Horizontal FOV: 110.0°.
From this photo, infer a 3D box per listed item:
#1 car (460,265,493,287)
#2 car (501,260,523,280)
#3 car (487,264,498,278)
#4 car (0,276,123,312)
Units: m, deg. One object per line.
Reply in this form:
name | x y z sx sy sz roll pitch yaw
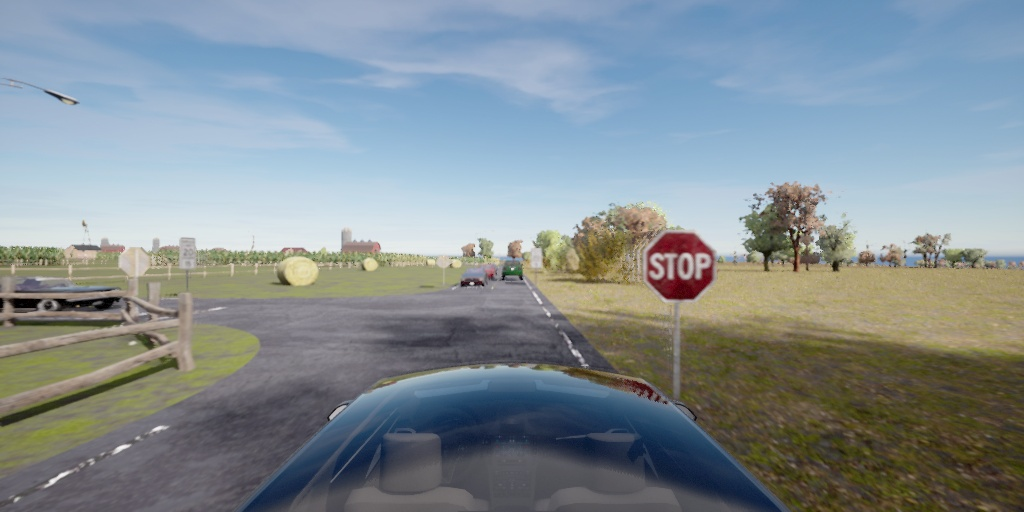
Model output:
car | -2.894 1.641 28.460 2.033 1.411 5.357 0 -1 0
car | 0.037 1.446 38.411 2.150 2.045 5.566 0 -1 0
car | -2.906 1.722 39.828 1.882 1.535 5.008 0 -1 0
car | -17.366 1.403 13.099 4.718 1.301 1.895 0 0 -1
